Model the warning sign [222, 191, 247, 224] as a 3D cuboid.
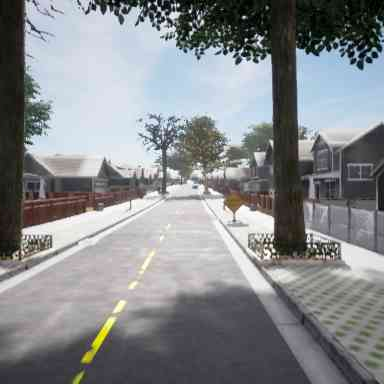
[{"bbox_3d":[2.502,0.902,19.737,1.300,1.860,1.060,-1,0,0],"label":"warning sign"}]
